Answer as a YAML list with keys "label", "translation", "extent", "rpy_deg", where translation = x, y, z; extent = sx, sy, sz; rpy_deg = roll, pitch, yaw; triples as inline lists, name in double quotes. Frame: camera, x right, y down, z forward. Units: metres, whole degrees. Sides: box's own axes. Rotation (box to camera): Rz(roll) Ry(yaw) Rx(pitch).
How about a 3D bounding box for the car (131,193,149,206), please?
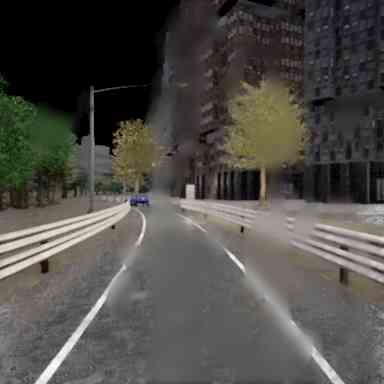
- label: "car"
  translation: [-8.242, 1.189, 52.587]
  extent: [2.150, 2.045, 5.566]
  rpy_deg: [0, 0, -19]
